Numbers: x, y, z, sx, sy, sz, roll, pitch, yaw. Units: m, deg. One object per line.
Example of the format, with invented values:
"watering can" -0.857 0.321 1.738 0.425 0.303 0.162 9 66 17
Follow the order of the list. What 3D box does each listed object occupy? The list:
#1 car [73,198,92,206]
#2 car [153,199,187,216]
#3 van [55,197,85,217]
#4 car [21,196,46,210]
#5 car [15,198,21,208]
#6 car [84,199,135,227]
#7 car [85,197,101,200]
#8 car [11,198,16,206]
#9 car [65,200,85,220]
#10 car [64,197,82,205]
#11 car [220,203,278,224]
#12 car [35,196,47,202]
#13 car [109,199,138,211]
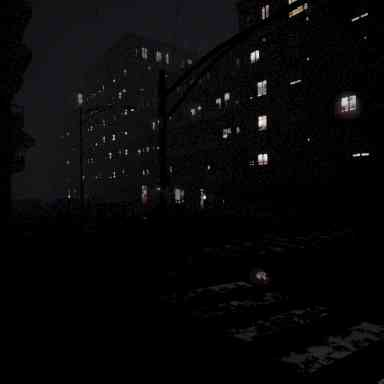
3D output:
"car" -18.399 1.644 55.785 1.947 1.339 4.313 -1 1 -36
"car" -2.301 1.441 33.279 1.967 1.590 4.097 -1 1 -36
"van" -12.338 1.483 32.904 1.690 1.788 3.998 -1 1 -36
"car" -21.996 1.628 46.409 1.967 1.590 4.097 -1 1 -36
"car" -25.214 1.770 50.910 1.947 1.339 4.313 -1 1 -36
"car" -5.896 1.553 23.904 1.967 1.590 4.097 -1 1 -36
"car" -15.181 1.502 51.283 1.967 1.590 4.097 -1 1 -36
"car" -31.655 1.783 59.913 1.887 1.381 4.507 -1 1 -36
"car" -9.016 1.652 28.267 1.752 1.417 4.829 -1 1 -36
"car" -21.619 1.645 60.287 2.008 1.369 4.403 -1 1 -36
"car" 4.041 1.498 24.417 1.752 1.417 4.829 -1 1 -36
"car" -37.719 1.728 82.792 1.887 1.381 4.507 -1 1 -36
"car" -8.739 1.582 42.282 2.008 1.369 4.403 -1 1 -36
